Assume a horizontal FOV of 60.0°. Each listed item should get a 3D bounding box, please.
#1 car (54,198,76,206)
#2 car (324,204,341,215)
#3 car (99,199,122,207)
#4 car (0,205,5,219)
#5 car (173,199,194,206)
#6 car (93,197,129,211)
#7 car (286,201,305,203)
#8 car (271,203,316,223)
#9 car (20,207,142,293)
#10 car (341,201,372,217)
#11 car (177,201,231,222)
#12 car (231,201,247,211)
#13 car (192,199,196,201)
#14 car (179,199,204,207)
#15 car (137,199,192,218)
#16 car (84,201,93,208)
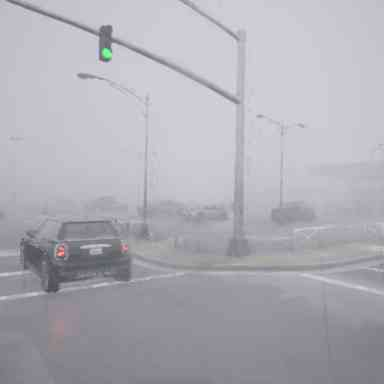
[{"bbox_3d":[-23.105,1.849,60.797,3.633,1.501,1.845,2,-1,-36],"label":"car"},{"bbox_3d":[19.917,2.437,45.647,3.806,1.475,1.970,2,-1,-36],"label":"car"},{"bbox_3d":[-15.340,2.031,62.699,3.806,1.475,1.970,2,-1,-36],"label":"car"},{"bbox_3d":[-18.258,1.665,30.211,1.812,1.442,4.674,2,-1,-36],"label":"car"},{"bbox_3d":[-1.961,2.417,75.974,4.514,1.523,2.007,2,-1,-36],"label":"car"},{"bbox_3d":[-10.352,1.556,43.499,3.866,1.878,1.905,2,-1,-36],"label":"car"},{"bbox_3d":[13.056,1.977,40.680,4.605,1.855,1.932,2,-1,-36],"label":"car"},{"bbox_3d":[8.964,1.945,29.203,4.514,1.523,2.007,2,-1,-36],"label":"car"},{"bbox_3d":[-3.524,1.477,9.660,2.097,1.767,4.553,2,-2,-36],"label":"car"},{"bbox_3d":[21.363,2.139,42.593,3.866,1.878,1.905,2,-1,-36],"label":"car"},{"bbox_3d":[1.104,1.717,28.074,3.806,1.475,1.970,2,-1,-36],"label":"car"},{"bbox_3d":[6.370,2.196,51.214,4.514,1.523,2.007,2,-1,-36],"label":"car"},{"bbox_3d":[0.580,2.219,59.358,3.633,1.501,1.845,2,-1,-36],"label":"car"},{"bbox_3d":[-0.090,2.409,73.456,5.027,1.636,2.152,2,-1,-36],"label":"car"},{"bbox_3d":[-2.897,1.631,33.101,5.027,1.636,2.152,2,-1,-36],"label":"car"},{"bbox_3d":[-12.381,1.567,45.620,4.605,1.855,1.932,2,-1,-36],"label":"car"}]
